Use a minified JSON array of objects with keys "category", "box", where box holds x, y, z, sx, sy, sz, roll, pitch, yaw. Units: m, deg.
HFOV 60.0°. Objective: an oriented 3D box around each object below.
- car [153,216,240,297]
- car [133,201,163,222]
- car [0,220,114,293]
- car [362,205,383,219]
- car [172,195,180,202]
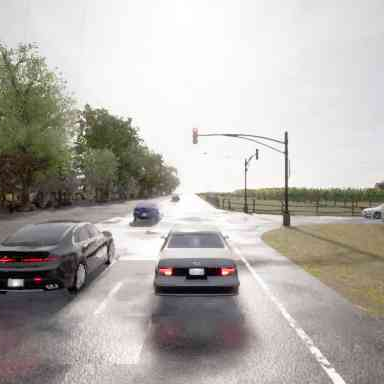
[{"category":"car","box":[0.082,1.550,8.778,2.033,1.411,5.357,0,0,0]},{"category":"car","box":[-3.461,1.484,26.698,1.882,1.535,5.008,0,0,0]},{"category":"car","box":[-3.420,1.508,8.882,1.837,1.490,4.892,0,0,0]},{"category":"car","box":[18.618,1.787,31.461,4.674,1.442,1.812,1,-1,0]},{"category":"car","box":[-3.669,1.504,76.618,1.837,1.490,4.892,0,0,0]}]
